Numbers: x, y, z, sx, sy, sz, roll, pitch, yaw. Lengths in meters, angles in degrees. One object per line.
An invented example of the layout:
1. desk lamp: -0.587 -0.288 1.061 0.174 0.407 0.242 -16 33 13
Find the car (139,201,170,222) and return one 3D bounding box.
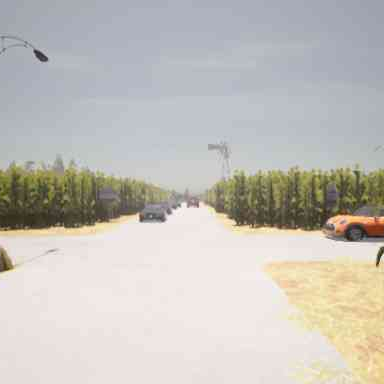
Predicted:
1. car: -3.158 1.713 27.579 1.994 1.385 4.181 0 0 0

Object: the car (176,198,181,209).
1. car: -3.118 1.768 47.316 2.128 1.511 4.902 0 -1 0

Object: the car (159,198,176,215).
1. car: -3.142 1.675 36.445 1.837 1.490 4.892 0 0 0

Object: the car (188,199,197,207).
1. car: 0.099 2.224 69.328 1.882 1.535 5.008 0 -1 0

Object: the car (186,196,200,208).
1. car: 0.184 1.784 58.779 2.150 2.045 5.566 0 -1 0

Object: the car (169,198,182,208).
1. car: -3.038 1.953 60.669 2.097 1.767 4.553 0 -1 1

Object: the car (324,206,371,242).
1. car: 8.927 1.442 16.301 4.553 1.767 2.097 0 0 0
